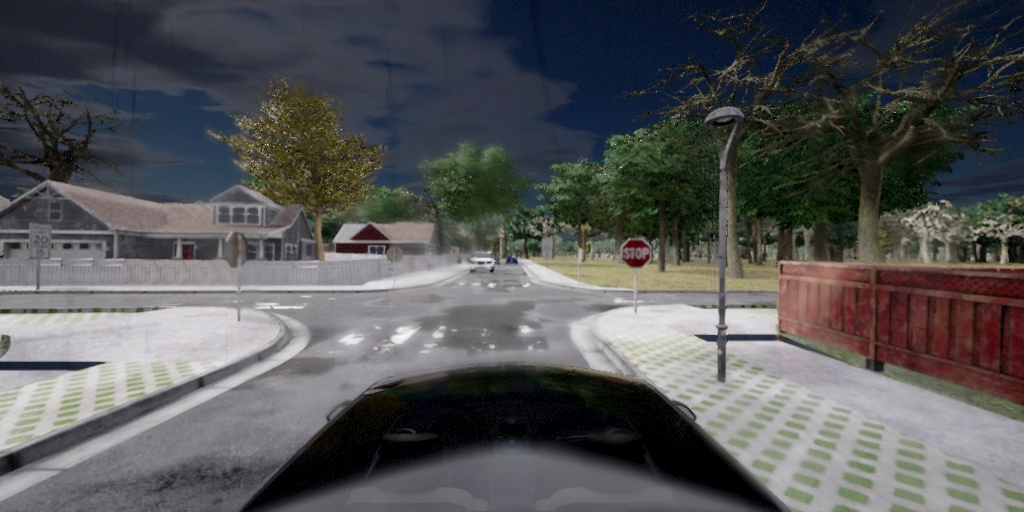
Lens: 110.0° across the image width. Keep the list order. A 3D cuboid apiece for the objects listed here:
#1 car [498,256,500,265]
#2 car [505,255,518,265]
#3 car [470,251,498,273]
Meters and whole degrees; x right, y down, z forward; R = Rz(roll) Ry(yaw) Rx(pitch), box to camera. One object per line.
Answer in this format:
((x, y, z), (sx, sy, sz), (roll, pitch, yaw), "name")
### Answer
((-2.810, 0.642, 55.944), (2.128, 1.511, 4.902), (0, 0, 0), "car")
((-0.032, 0.601, 58.866), (1.882, 1.535, 5.008), (0, 1, 0), "car")
((-2.855, 0.561, 35.441), (2.150, 2.045, 5.566), (0, 1, 0), "car")
